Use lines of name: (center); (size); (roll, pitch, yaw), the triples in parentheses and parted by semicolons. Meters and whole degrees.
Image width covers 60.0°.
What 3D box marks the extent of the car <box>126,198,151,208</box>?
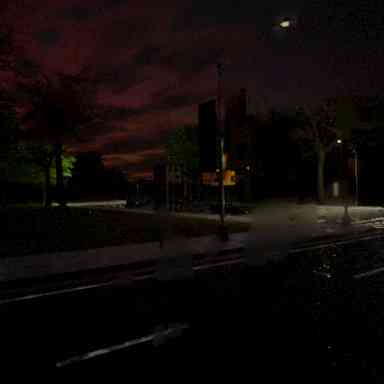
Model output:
car: (-9.341, 1.755, 55.447); (2.097, 1.767, 4.553); (-2, 1, -35)

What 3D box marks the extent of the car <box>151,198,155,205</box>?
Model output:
car: (-8.979, 1.861, 66.311); (2.033, 1.411, 5.357); (-2, 1, -35)

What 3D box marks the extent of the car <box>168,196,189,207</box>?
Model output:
car: (-3.117, 1.565, 58.001); (2.097, 1.767, 4.553); (-2, 1, -35)

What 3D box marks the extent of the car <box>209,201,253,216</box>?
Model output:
car: (4.109, 1.726, 36.127); (2.033, 1.411, 5.357); (-2, 1, -35)

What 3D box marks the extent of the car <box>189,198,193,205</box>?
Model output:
car: (-1.797, 1.653, 61.756); (1.837, 1.490, 4.892); (-2, 1, -35)
